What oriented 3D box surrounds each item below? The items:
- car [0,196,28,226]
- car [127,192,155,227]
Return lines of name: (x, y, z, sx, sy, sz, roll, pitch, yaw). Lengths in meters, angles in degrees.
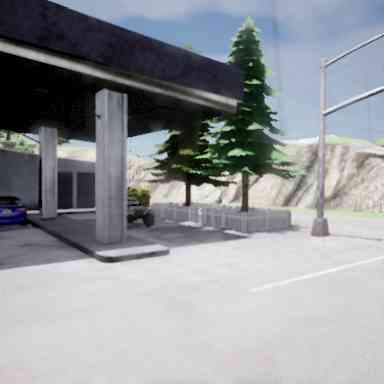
car: (-10.858, 1.050, 19.029, 2.242, 1.667, 4.611, -1, 2, -36)
car: (-3.727, 0.951, 18.812, 1.905, 1.878, 3.866, -1, 2, -36)
